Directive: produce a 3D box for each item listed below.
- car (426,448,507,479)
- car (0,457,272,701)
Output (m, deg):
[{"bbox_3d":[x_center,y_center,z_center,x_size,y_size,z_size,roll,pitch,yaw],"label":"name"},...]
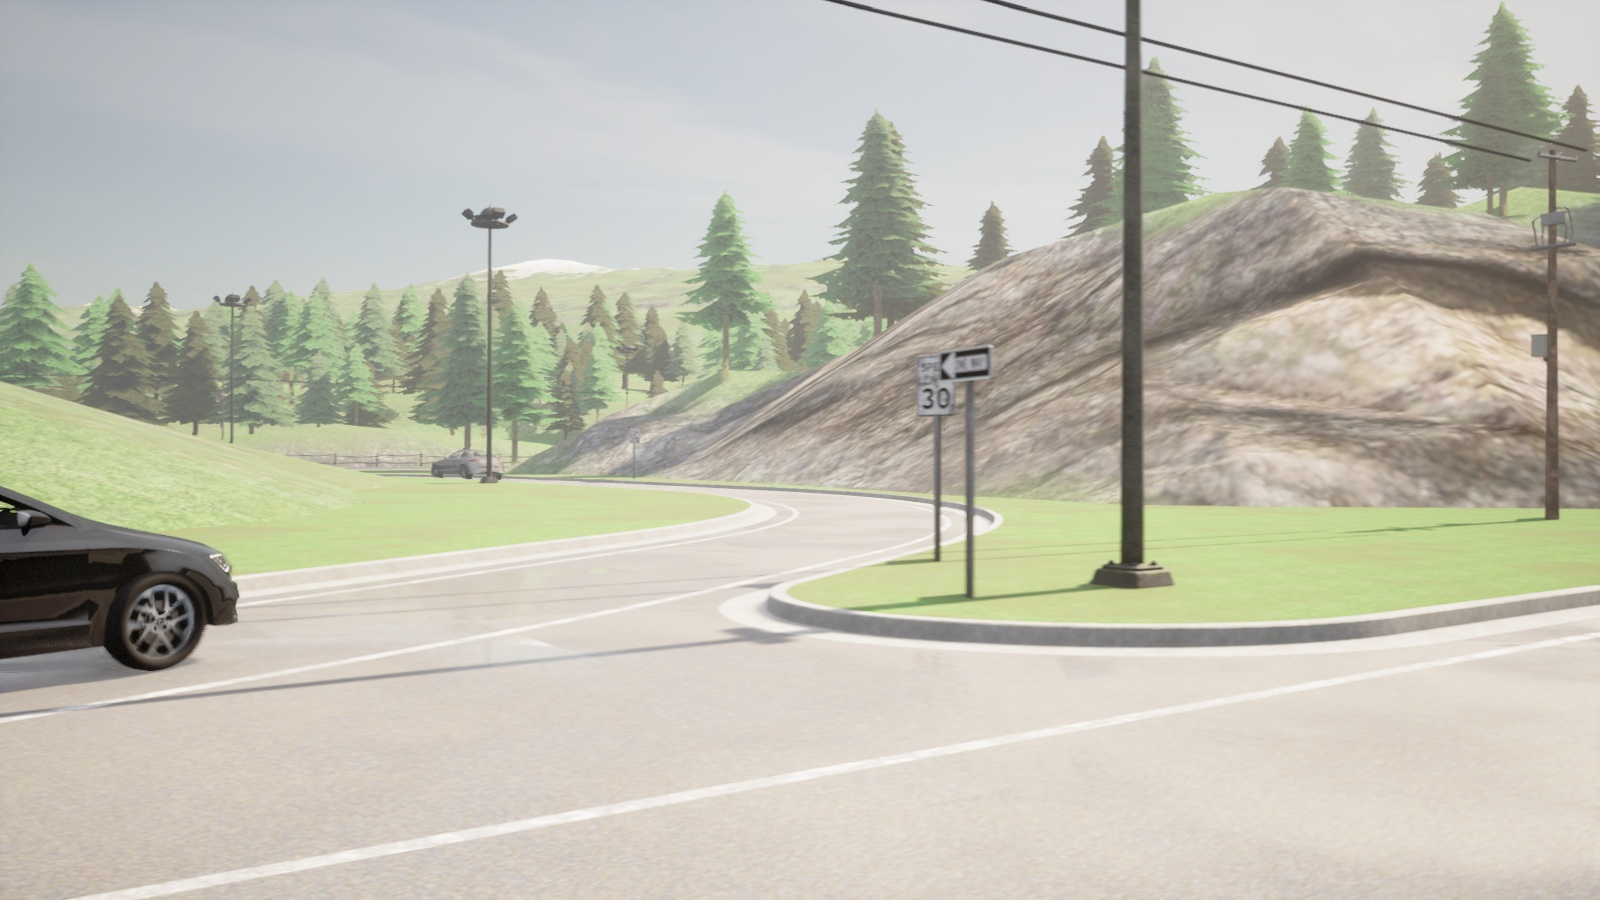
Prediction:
[{"bbox_3d":[-18.178,0.725,68.289,2.152,1.651,5.027,0,0,-42],"label":"car"},{"bbox_3d":[-5.768,0.790,7.902,1.816,1.474,4.193,0,0,34],"label":"car"}]
